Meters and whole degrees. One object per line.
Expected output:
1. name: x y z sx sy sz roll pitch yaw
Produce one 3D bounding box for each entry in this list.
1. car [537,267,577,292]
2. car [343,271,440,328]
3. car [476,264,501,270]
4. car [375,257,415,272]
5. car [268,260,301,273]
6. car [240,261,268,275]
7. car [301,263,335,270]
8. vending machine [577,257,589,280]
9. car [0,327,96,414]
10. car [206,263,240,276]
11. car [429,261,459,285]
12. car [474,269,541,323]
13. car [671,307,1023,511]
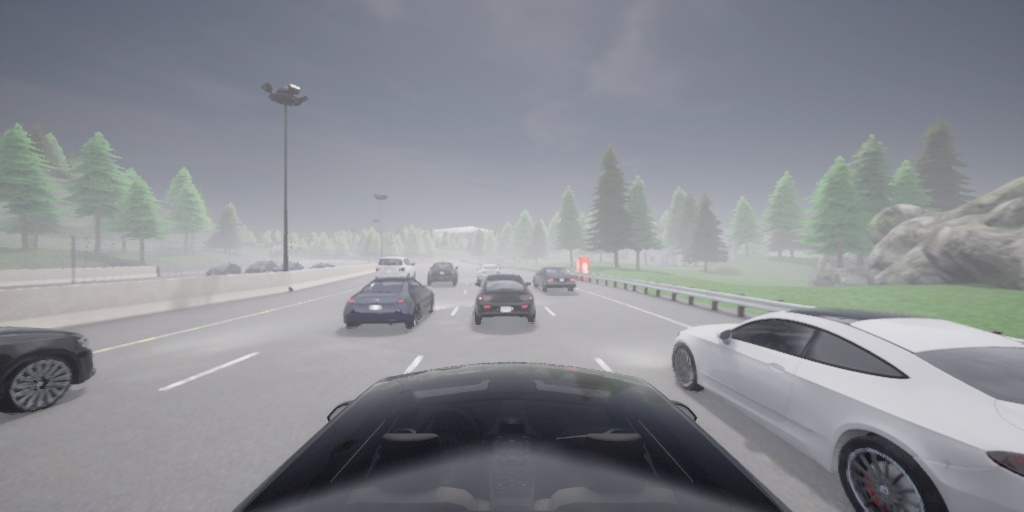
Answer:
1. car: 2.479 1.377 22.095 2.033 1.411 5.357 0 0 -6
2. car: -3.766 1.363 11.644 1.994 1.385 4.181 0 0 -3
3. car: -1.828 1.391 28.632 1.812 1.442 4.674 0 0 -7
4. car: -8.654 1.094 26.909 2.150 2.045 5.566 0 0 -8
5. car: -25.432 1.444 40.999 1.882 1.535 5.008 0 0 -12
6. car: -29.246 1.332 42.093 2.097 1.767 4.553 0 0 -12
7. car: -21.843 1.507 41.267 2.033 1.411 5.357 0 0 -11
8. vending machine: 6.305 1.057 31.802 1.100 2.100 0.880 0 0 -8
9. car: -7.006 1.263 3.185 2.128 1.511 4.902 0 0 -1
10. car: -32.505 1.506 40.689 1.812 1.442 4.674 0 0 -12
11. car: -5.198 1.220 27.370 2.097 1.767 4.553 0 0 -7
12. car: -0.285 1.320 12.175 1.812 1.442 4.674 0 0 -3
13. car: 3.484 1.277 3.834 1.812 1.442 4.674 0 0 -1
